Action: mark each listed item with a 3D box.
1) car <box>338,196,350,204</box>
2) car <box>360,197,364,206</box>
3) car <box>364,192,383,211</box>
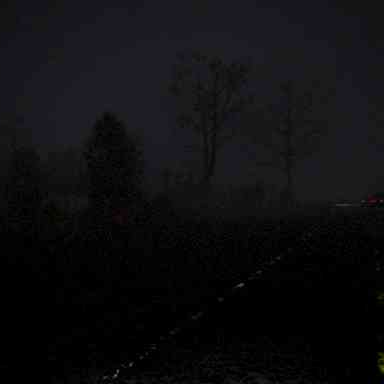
[{"bbox_3d":[26.411,1.379,57.877,2.033,1.411,5.357,-2,-1,22],"label":"car"},{"bbox_3d":[25.886,1.247,48.557,1.837,1.490,4.892,-2,-1,23],"label":"car"},{"bbox_3d":[20.311,0.997,36.100,2.150,2.045,5.566,-2,0,25],"label":"car"}]
